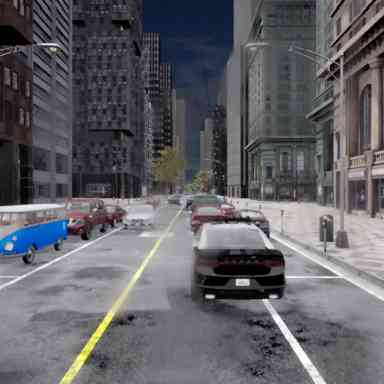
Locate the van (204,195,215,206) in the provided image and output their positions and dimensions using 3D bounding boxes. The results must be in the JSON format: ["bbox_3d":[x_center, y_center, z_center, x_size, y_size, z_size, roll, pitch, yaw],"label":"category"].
[{"bbox_3d":[2.913,1.348,55.675,1.690,1.788,3.998,0,0,0],"label":"van"}]

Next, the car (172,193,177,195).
[{"bbox_3d":[-5.555,1.554,88.112,1.752,1.417,4.829,0,0,0],"label":"car"}]

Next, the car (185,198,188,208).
[{"bbox_3d":[0.143,1.509,47.417,1.837,1.490,4.892,0,0,1],"label":"car"}]

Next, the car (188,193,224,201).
[{"bbox_3d":[0.958,1.226,24.499,2.150,2.045,5.566,0,0,0],"label":"car"}]

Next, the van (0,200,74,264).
[{"bbox_3d":[-5.740,1.342,11.511,1.690,1.788,3.998,0,0,0],"label":"van"}]

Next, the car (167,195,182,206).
[{"bbox_3d":[-2.873,1.554,53.656,2.033,1.411,5.357,0,0,0],"label":"car"}]

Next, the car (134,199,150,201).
[{"bbox_3d":[-5.693,1.528,33.443,1.752,1.417,4.829,0,0,0],"label":"car"}]

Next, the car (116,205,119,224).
[{"bbox_3d":[-5.717,1.546,22.562,1.887,1.381,4.507,0,0,0],"label":"car"}]

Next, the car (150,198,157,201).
[{"bbox_3d":[-5.681,1.548,39.138,1.887,1.381,4.507,0,0,0],"label":"car"}]

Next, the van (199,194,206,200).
[{"bbox_3d":[2.990,1.375,93.660,1.690,1.788,3.998,0,0,0],"label":"van"}]

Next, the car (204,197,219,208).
[{"bbox_3d":[2.898,1.550,50.150,1.887,1.381,4.507,0,0,0],"label":"car"}]

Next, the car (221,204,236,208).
[{"bbox_3d":[2.813,1.552,17.000,2.008,1.369,4.403,0,0,0],"label":"car"}]

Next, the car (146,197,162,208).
[{"bbox_3d":[-5.657,1.550,50.189,1.887,1.381,4.507,0,0,0],"label":"car"}]

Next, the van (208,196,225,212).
[{"bbox_3d":[2.871,1.344,39.101,1.690,1.788,3.998,0,0,0],"label":"van"}]

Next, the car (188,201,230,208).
[{"bbox_3d":[0.871,1.479,18.458,1.882,1.535,5.008,0,0,-1],"label":"car"}]

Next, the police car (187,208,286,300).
[{"bbox_3d":[0.920,1.426,8.578,1.930,1.638,5.238,0,0,0],"label":"police car"}]

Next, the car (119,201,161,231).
[{"bbox_3d":[-3.038,1.527,20.878,1.812,1.442,4.674,0,0,0],"label":"car"}]

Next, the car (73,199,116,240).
[{"bbox_3d":[-5.728,1.316,17.036,2.192,1.841,5.009,0,0,0],"label":"car"}]

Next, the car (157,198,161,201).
[{"bbox_3d":[-5.669,1.548,44.663,1.887,1.381,4.507,0,0,0],"label":"car"}]
